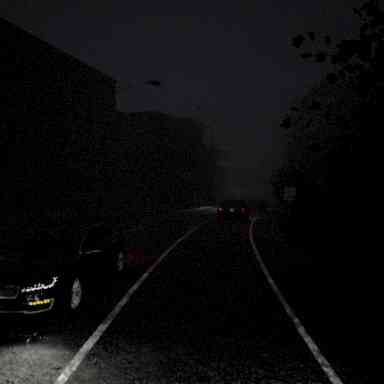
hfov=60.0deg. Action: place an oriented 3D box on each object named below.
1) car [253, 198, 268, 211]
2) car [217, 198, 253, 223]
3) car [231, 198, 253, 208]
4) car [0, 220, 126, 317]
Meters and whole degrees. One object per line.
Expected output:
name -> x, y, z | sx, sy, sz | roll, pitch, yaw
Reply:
car -> 8.414, 1.538, 42.124 | 2.128, 1.511, 4.902 | 2, 0, 21
car -> 3.251, 1.310, 25.378 | 2.097, 1.767, 4.553 | 1, 0, 13
car -> 7.404, 1.569, 48.688 | 1.895, 1.301, 4.718 | 2, 0, 24
car -> -2.915, 1.461, 7.653 | 1.837, 1.490, 4.892 | 0, 0, 4
